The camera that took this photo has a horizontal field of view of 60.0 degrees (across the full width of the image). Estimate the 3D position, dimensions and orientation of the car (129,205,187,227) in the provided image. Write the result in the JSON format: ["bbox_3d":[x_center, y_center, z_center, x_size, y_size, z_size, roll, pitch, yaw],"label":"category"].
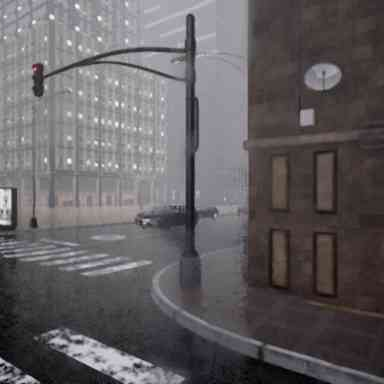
[{"bbox_3d":[-2.462,1.735,25.239,2.008,1.369,4.403,-1,-1,35],"label":"car"}]

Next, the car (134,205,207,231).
[{"bbox_3d":[-1.425,1.649,21.982,2.128,1.511,4.902,0,-1,35],"label":"car"}]

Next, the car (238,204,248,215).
[{"bbox_3d":[6.819,1.959,38.271,1.887,1.381,4.507,-1,-1,35],"label":"car"}]

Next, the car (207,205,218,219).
[{"bbox_3d":[0.755,1.815,29.785,2.008,1.369,4.403,-1,-1,35],"label":"car"}]
